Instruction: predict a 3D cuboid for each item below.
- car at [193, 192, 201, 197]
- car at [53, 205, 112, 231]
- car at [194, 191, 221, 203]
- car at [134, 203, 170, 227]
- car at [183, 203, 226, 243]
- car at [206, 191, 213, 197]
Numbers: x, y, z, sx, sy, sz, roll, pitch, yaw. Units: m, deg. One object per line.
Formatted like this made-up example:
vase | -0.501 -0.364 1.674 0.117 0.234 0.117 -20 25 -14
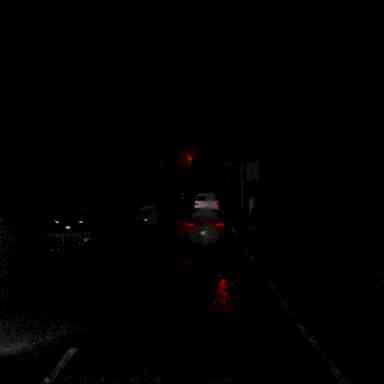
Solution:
car | 1.549 0.699 95.315 2.033 1.411 5.357 0 1 3
car | -6.397 1.475 20.189 2.033 1.411 5.357 0 0 3
car | 1.320 1.100 29.207 2.150 2.045 5.566 0 1 3
car | -2.592 1.448 21.891 1.812 1.442 4.674 0 0 3
car | 0.603 1.485 15.641 1.812 1.442 4.674 0 0 3
car | 5.061 0.519 95.429 2.097 1.767 4.553 0 1 3
